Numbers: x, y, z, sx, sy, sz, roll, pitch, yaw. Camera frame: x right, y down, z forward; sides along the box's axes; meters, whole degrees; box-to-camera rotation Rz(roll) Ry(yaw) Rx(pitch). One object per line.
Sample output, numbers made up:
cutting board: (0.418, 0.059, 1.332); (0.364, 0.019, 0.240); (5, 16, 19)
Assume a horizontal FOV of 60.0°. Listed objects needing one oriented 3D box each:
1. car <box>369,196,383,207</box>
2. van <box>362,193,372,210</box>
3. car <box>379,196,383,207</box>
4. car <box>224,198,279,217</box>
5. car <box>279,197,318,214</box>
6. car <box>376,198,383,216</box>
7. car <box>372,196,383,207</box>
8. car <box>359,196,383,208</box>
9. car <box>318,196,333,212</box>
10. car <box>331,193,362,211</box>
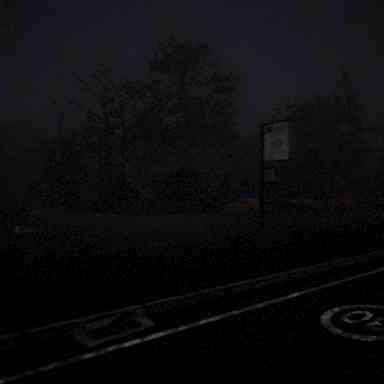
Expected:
car: (27.672, 1.352, 46.267); (2.097, 1.535, 5.008); (0, 0, -36)
van: (18.538, 1.091, 39.883); (1.878, 1.987, 4.442); (0, 0, -36)
car: (29.950, 1.391, 47.868); (2.163, 1.488, 4.792); (0, 0, -36)
car: (5.010, 1.324, 30.083); (2.097, 1.535, 5.008); (0, 0, -35)
car: (9.538, 1.308, 33.323); (2.097, 1.535, 5.008); (0, 0, -35)
car: (14.854, 1.316, 21.036); (2.231, 1.521, 4.892); (0, 0, -35)
car: (23.139, 1.374, 43.027); (2.002, 1.452, 4.674); (0, 0, -36)
car: (25.511, 1.340, 44.499); (1.946, 1.575, 5.366); (0, 0, -36)
car: (11.809, 1.347, 34.939); (2.002, 1.452, 4.674); (0, 0, -35)
car: (16.361, 1.185, 38.147); (2.185, 1.767, 4.553); (0, 0, -36)
